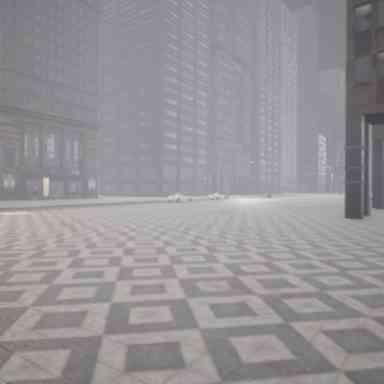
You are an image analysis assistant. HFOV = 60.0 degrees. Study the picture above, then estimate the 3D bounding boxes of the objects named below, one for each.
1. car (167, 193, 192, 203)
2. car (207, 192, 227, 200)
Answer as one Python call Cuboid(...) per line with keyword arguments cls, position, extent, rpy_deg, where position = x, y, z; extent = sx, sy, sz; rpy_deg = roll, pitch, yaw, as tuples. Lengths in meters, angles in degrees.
Cuboid(cls="car", position=(-1.900, 0.879, 50.372), extent=(1.812, 1.442, 4.674), rpy_deg=(0, 1, 36))
Cuboid(cls="car", position=(4.473, 0.777, 59.380), extent=(1.812, 1.442, 4.674), rpy_deg=(0, 1, 35))
